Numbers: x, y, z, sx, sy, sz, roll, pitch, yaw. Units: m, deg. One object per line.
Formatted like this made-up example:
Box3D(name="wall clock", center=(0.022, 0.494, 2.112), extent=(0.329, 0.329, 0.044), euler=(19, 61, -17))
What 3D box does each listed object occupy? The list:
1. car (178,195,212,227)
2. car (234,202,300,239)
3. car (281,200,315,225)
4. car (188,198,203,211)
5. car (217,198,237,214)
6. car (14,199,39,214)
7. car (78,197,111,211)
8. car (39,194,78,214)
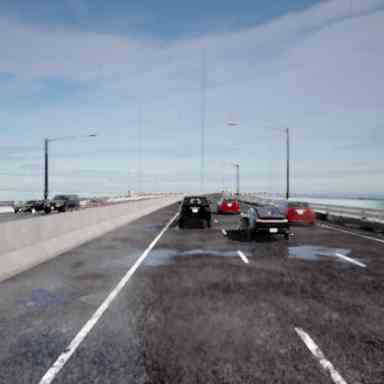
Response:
Box3D(name="car", center=(0.220, 1.255, 23.405), extent=(2.150, 2.045, 5.566), euler=(0, 0, 1))
Box3D(name="car", center=(3.672, 1.518, 17.349), extent=(2.128, 1.511, 4.902), euler=(0, 0, 0))
Box3D(name="car", center=(7.230, 1.387, 24.223), extent=(2.097, 1.767, 4.553), euler=(0, 0, 1))
Box3D(name="car", center=(0.444, 1.580, 42.156), extent=(1.812, 1.442, 4.674), euler=(0, 0, 1))
Box3D(name="car", center=(3.868, 1.401, 36.059), extent=(2.097, 1.767, 4.553), euler=(0, 0, 1))
Box3D(name="car", center=(-17.242, 1.530, 35.969), extent=(1.882, 1.535, 5.008), euler=(0, 0, 1))
Box3D(name="car", center=(-10.243, 1.429, 35.903), extent=(2.097, 1.767, 4.553), euler=(0, 0, 1))
Box3D(name="car", center=(-13.747, 1.256, 35.662), extent=(2.150, 2.045, 5.566), euler=(0, 0, 1))
